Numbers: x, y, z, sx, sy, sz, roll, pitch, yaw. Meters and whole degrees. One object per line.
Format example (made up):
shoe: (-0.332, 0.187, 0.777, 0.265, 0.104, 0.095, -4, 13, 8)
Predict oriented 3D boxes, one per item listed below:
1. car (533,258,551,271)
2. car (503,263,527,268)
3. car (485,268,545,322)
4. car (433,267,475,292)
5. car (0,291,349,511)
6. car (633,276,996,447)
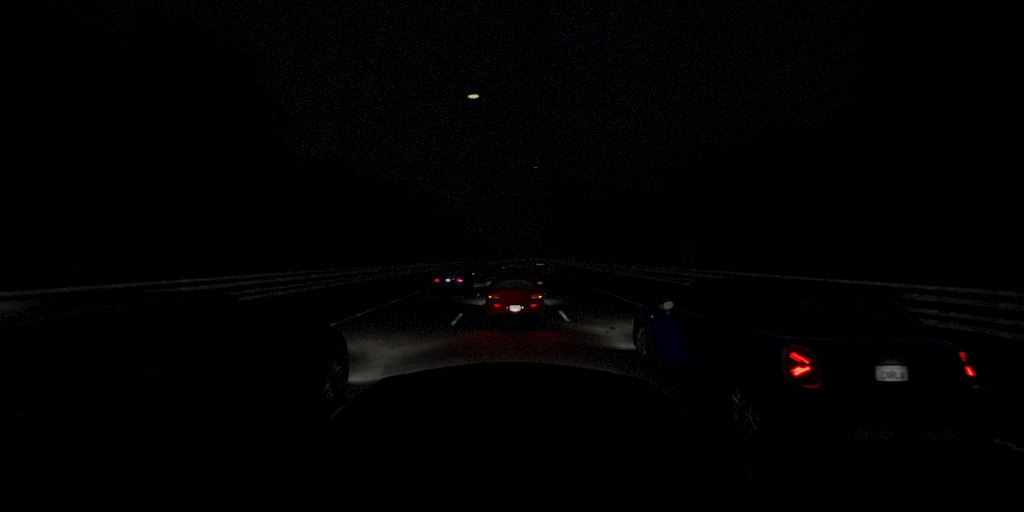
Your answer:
car: (4.367, 1.465, 55.334, 2.128, 1.511, 4.902, 0, 0, 2)
car: (0.235, 1.301, 29.662, 1.882, 1.535, 5.008, 0, 0, 1)
car: (0.085, 1.293, 12.277, 1.812, 1.442, 4.674, 0, 0, 0)
car: (-3.364, 1.341, 21.455, 2.033, 1.411, 5.357, 0, 0, 0)
car: (-3.399, 1.104, 3.345, 2.097, 1.767, 4.553, 0, 0, 0)
car: (3.498, 1.104, 5.430, 2.097, 1.767, 4.553, 0, 0, 0)
